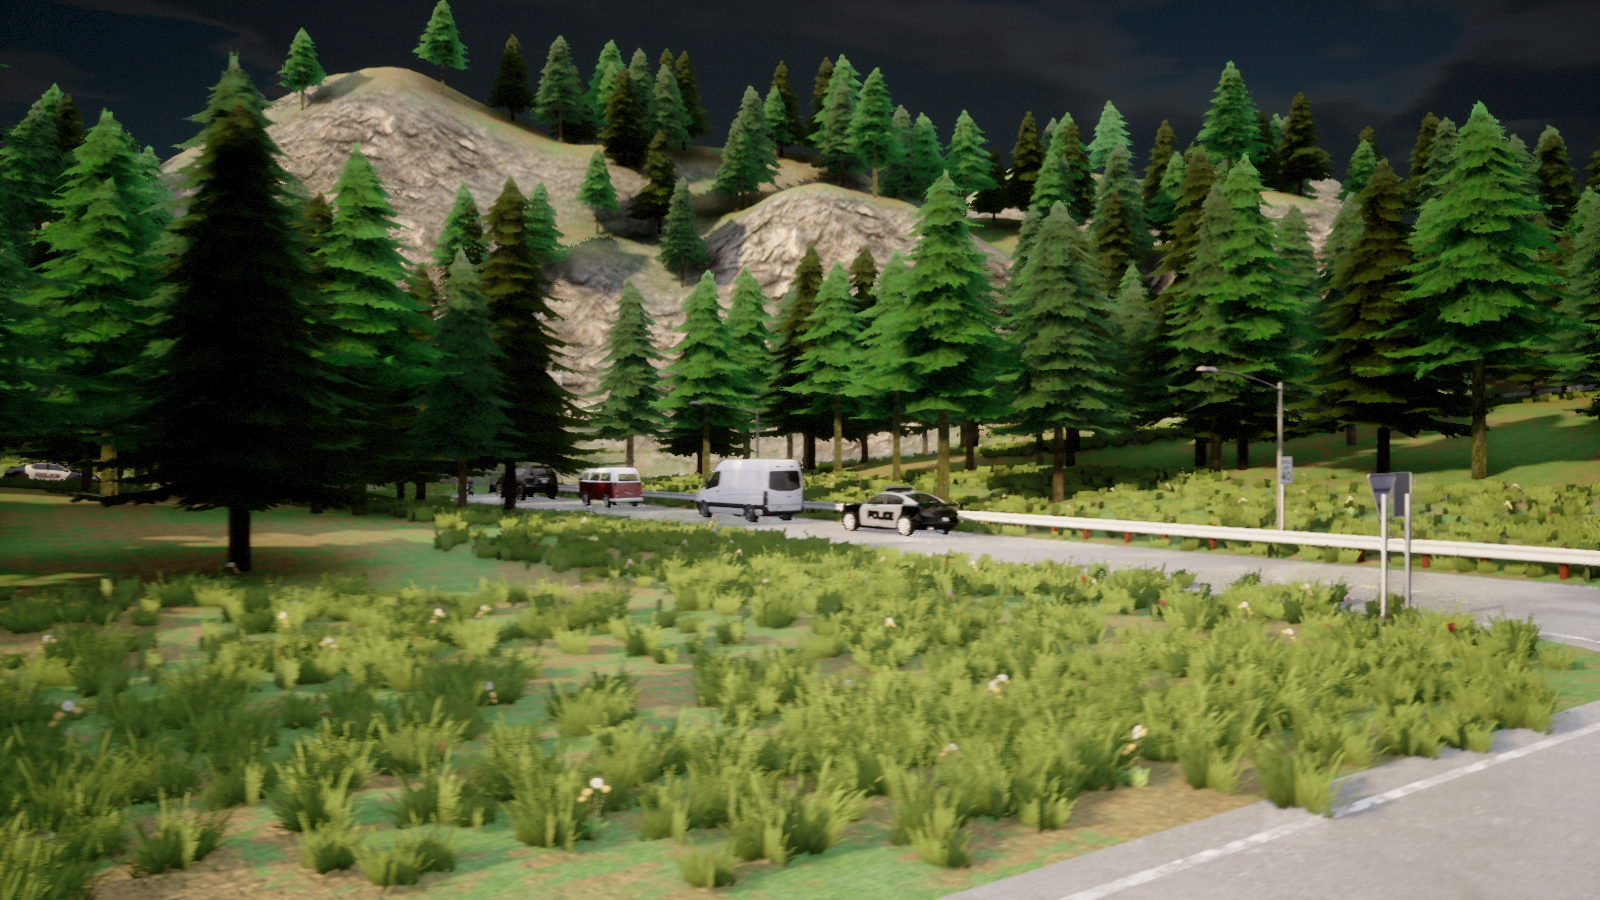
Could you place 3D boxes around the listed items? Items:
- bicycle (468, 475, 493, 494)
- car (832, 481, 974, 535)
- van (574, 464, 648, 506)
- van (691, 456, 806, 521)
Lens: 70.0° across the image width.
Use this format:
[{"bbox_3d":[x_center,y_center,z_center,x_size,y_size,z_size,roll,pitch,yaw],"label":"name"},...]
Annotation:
[{"bbox_3d":[-20.424,2.208,73.022,1.487,1.176,0.859,0,2,41],"label":"bicycle"},{"bbox_3d":[3.547,1.982,40.338,2.097,1.638,5.238,0,0,-35],"label":"car"},{"bbox_3d":[-9.836,1.782,59.204,2.069,2.038,4.480,0,0,-35],"label":"van"},{"bbox_3d":[-2.258,1.535,48.402,1.988,2.561,5.915,0,0,-35],"label":"van"}]
